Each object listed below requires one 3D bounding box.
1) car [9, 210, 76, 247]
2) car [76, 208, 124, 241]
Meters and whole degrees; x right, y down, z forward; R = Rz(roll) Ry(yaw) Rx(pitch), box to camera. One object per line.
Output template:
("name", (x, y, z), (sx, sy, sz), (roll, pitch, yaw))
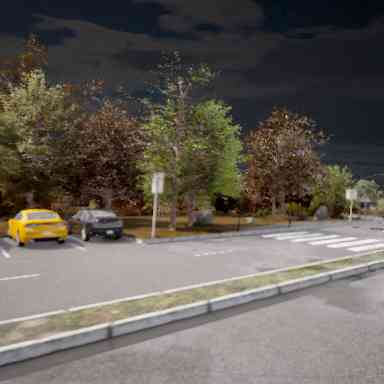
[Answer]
("car", (-7.460, 1.578, 15.896), (2.097, 1.535, 5.008), (1, 0, -35))
("car", (-5.214, 1.608, 17.491), (2.231, 1.521, 4.892), (1, 0, -35))
